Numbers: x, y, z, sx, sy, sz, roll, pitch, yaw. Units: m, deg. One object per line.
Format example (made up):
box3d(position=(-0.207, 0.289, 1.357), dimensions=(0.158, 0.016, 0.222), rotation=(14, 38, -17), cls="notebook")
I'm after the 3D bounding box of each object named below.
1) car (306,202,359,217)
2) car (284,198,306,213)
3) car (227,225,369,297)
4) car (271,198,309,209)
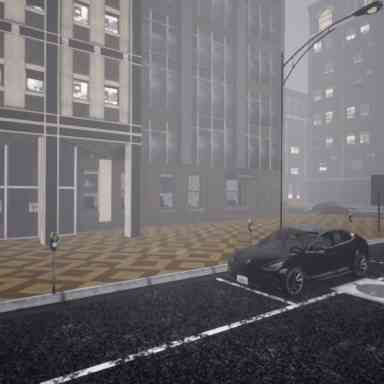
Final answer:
box3d(position=(12.956, 1.533, 30.287), dimensions=(1.802, 1.307, 4.206), rotation=(0, 0, -36), cls="car")
box3d(position=(9.754, 1.466, 34.749), dimensions=(1.752, 1.417, 4.829), rotation=(0, 0, -36), cls="car")
box3d(position=(2.888, 1.567, 8.621), dimensions=(4.313, 1.339, 1.947), rotation=(0, 0, -36), cls="car")
box3d(position=(13.059, 1.498, 44.513), dimensions=(1.752, 1.417, 4.829), rotation=(0, 0, -36), cls="car")
